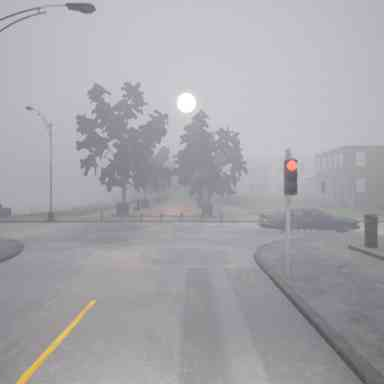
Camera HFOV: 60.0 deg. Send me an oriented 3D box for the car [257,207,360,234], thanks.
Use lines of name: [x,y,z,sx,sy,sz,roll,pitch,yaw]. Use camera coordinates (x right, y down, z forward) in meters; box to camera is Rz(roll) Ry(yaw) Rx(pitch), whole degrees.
car: [6.399,1.548,18.658,5.357,1.411,2.033,0,0,0]
